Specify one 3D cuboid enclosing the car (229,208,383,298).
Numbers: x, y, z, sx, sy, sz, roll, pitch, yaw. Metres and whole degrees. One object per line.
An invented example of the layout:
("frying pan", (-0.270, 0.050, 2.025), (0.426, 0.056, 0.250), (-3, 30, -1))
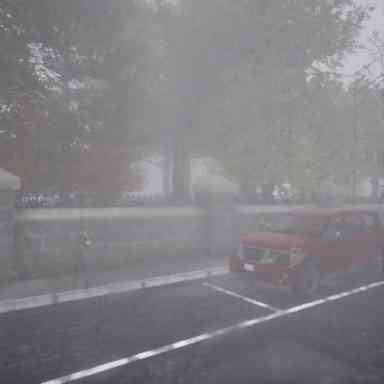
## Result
("car", (3.335, 1.396, 8.922), (5.009, 1.841, 2.192), (1, 0, -35))
